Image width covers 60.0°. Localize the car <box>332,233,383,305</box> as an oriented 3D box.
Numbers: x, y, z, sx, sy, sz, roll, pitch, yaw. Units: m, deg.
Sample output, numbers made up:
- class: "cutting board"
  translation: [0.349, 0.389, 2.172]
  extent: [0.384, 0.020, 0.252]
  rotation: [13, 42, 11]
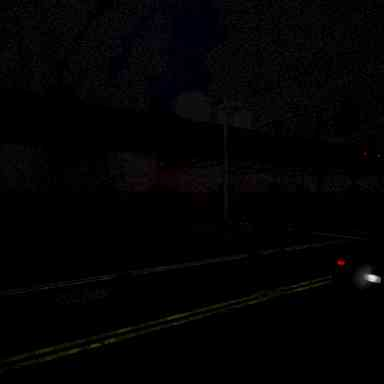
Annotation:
- class: "car"
  translation: [4.965, 1.564, 7.315]
  extent: [4.181, 1.385, 1.994]
  rotation: [0, 0, -35]
